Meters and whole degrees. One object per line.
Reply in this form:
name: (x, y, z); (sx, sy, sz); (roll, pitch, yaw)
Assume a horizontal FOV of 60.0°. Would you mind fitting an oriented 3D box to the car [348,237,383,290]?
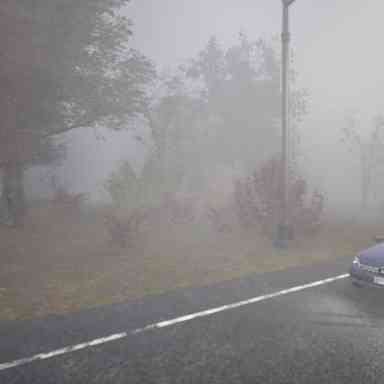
car: (5.730, 1.536, 8.082); (4.674, 1.442, 1.812); (0, 0, -36)
